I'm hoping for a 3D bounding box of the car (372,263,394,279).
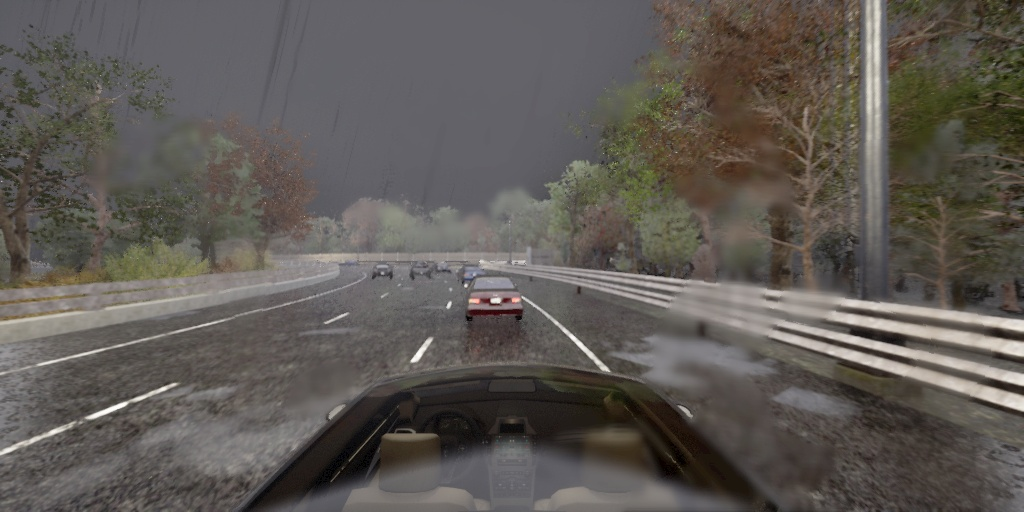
[{"bbox_3d":[-12.776,1.442,35.541,1.812,1.442,4.674,0,0,-19],"label":"car"}]

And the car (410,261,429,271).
[{"bbox_3d":[-14.685,1.503,56.612,1.837,1.490,4.892,0,0,-29],"label":"car"}]

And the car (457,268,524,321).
[{"bbox_3d":[-0.717,1.339,12.790,2.033,1.411,5.357,0,0,-6],"label":"car"}]

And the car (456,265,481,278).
[{"bbox_3d":[-3.271,1.403,28.310,2.033,1.411,5.357,0,0,-14],"label":"car"}]

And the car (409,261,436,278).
[{"bbox_3d":[-9.224,1.396,35.927,2.128,1.511,4.902,0,0,-18],"label":"car"}]

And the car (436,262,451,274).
[{"bbox_3d":[-9.123,1.485,45.415,2.033,1.411,5.357,0,0,-23],"label":"car"}]
